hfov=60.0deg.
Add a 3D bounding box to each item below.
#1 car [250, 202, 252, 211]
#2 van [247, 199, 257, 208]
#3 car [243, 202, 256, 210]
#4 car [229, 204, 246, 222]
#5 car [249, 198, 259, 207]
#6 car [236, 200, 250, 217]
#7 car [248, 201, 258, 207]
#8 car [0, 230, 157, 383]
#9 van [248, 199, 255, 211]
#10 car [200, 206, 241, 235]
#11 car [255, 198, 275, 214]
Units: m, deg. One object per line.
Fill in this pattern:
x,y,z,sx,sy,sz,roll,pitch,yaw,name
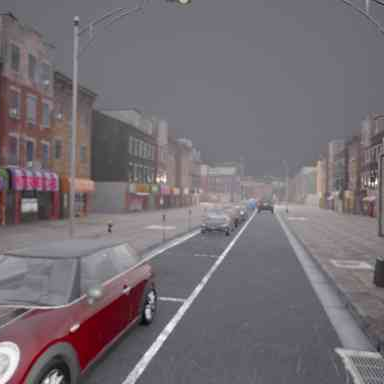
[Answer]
5.168,2.012,36.111,1.752,1.417,4.829,1,-1,13,car
12.337,2.337,68.089,1.690,1.788,3.998,1,-1,13,van
9.957,2.391,57.483,1.947,1.339,4.313,1,-1,13,car
2.829,1.870,25.672,1.887,1.381,4.507,1,-1,13,car
14.713,2.485,78.693,2.192,1.841,5.009,1,-1,13,car
4.019,1.847,30.976,1.967,1.590,4.097,1,-1,13,car
13.522,2.627,73.389,1.887,1.381,4.507,1,-1,13,car
-1.922,1.442,4.467,1.967,1.590,4.097,1,-1,13,car
8.773,2.082,52.184,1.690,1.788,3.998,1,-1,13,van
1.641,1.795,20.371,2.008,1.369,4.403,1,-1,13,car
10.411,1.944,46.950,2.150,2.045,5.566,1,-1,13,car
